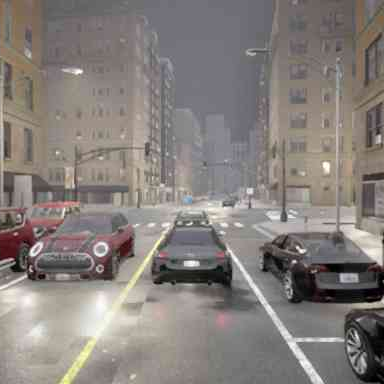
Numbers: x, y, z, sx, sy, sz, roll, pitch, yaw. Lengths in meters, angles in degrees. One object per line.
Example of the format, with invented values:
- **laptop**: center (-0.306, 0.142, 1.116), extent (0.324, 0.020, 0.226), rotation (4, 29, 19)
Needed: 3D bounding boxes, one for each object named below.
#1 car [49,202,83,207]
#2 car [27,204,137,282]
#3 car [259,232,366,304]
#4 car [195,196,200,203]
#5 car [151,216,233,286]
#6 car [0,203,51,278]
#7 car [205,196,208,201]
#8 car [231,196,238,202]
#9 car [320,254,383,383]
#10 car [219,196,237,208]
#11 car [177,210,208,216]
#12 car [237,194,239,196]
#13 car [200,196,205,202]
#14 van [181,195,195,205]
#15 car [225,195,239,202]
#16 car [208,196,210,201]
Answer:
- **car**: center (-5.690, 1.374, 13.588), extent (2.192, 1.841, 5.009), rotation (-1, 0, 0)
- **car**: center (-3.010, 1.395, 9.992), extent (2.097, 1.767, 4.553), rotation (0, 0, 0)
- **car**: center (2.845, 1.602, 8.098), extent (1.947, 1.339, 4.313), rotation (-1, 0, 0)
- **car**: center (-0.210, 1.662, 70.039), extent (1.967, 1.590, 4.097), rotation (0, 0, 9)
- **car**: center (0.040, 1.606, 9.543), extent (1.994, 1.385, 4.181), rotation (0, 0, 1)
- **car**: center (-5.683, 1.351, 8.081), extent (2.192, 1.841, 5.009), rotation (-1, 0, 0)
- **car**: center (2.321, 1.856, 86.334), extent (1.802, 1.307, 4.206), rotation (0, 0, 9)
- **car**: center (11.613, 1.829, 90.627), extent (1.752, 1.417, 4.829), rotation (-1, 0, 9)
- **car**: center (2.852, 1.578, 2.591), extent (1.947, 1.339, 4.313), rotation (-1, 0, 0)
- **car**: center (5.686, 1.757, 52.436), extent (1.947, 1.339, 4.313), rotation (0, 0, 9)
- **car**: center (0.013, 1.686, 19.723), extent (1.895, 1.301, 4.718), rotation (0, 0, 1)
- **car**: center (10.743, 1.597, 85.027), extent (2.192, 1.841, 5.009), rotation (0, 0, 9)
- **car**: center (1.451, 1.780, 80.734), extent (1.752, 1.417, 4.829), rotation (0, 0, 9)
- **van**: center (-1.053, 1.549, 64.608), extent (1.690, 1.788, 3.998), rotation (0, 0, 9)
- **car**: center (7.372, 1.782, 63.299), extent (1.947, 1.339, 4.313), rotation (0, 0, 9)
- **car**: center (3.162, 1.735, 91.767), extent (1.967, 1.590, 4.097), rotation (0, 0, 9)
